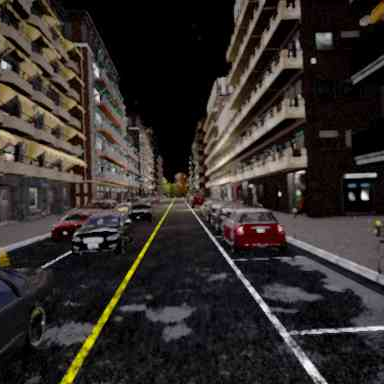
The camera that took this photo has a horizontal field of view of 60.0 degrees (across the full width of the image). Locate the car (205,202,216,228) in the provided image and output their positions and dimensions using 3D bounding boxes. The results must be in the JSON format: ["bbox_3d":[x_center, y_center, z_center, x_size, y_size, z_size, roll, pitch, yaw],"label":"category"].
[{"bbox_3d":[2.056,1.466,18.856,2.008,1.369,4.403,-1,0,-2],"label":"car"}]

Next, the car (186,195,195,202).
[{"bbox_3d":[-0.405,1.548,80.054,1.947,1.339,4.313,-1,0,-2],"label":"car"}]

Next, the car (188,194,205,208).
[{"bbox_3d":[0.932,1.258,46.673,2.192,1.841,5.009,-1,0,-2],"label":"car"}]

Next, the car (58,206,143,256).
[{"bbox_3d":[-3.551,1.616,13.986,2.128,1.511,4.902,-2,0,-3],"label":"car"}]

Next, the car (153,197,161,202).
[{"bbox_3d":[-8.998,1.879,85.314,1.802,1.307,4.206,-1,0,-2],"label":"car"}]

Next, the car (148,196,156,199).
[{"bbox_3d":[-7.879,1.829,57.497,1.947,1.339,4.313,-1,0,-2],"label":"car"}]

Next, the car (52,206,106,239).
[{"bbox_3d":[-6.314,1.768,18.553,1.887,1.381,4.507,-1,0,-2],"label":"car"}]

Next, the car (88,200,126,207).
[{"bbox_3d":[-6.543,1.543,24.116,2.192,1.841,5.009,-1,0,-2],"label":"car"}]

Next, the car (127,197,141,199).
[{"bbox_3d":[-7.214,1.559,40.806,2.192,1.841,5.009,-1,0,-2],"label":"car"}]

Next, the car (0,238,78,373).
[{"bbox_3d":[-3.132,1.664,3.571,2.033,1.411,5.357,-2,0,-2],"label":"car"}]

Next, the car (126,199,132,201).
[{"bbox_3d":[-6.979,1.764,35.073,1.752,1.417,4.829,-1,0,-2],"label":"car"}]

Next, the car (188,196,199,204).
[{"bbox_3d":[0.266,1.506,63.363,1.887,1.381,4.507,-1,0,-2],"label":"car"}]

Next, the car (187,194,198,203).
[{"bbox_3d":[0.036,1.283,68.926,2.192,1.841,5.009,-1,0,-2],"label":"car"}]

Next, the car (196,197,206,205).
[{"bbox_3d":[1.601,1.451,30.153,1.752,1.417,4.829,-1,0,-2],"label":"car"}]

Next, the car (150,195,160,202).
[{"bbox_3d":[-8.556,1.598,74.186,2.192,1.841,5.009,-1,0,-2],"label":"car"}]

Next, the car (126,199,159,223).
[{"bbox_3d":[-4.058,1.613,27.010,1.882,1.535,5.008,-2,0,-2],"label":"car"}]

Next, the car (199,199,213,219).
[{"bbox_3d":[1.832,1.471,24.419,2.008,1.369,4.403,-1,0,-2],"label":"car"}]

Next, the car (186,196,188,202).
[{"bbox_3d":[0.490,1.506,57.800,2.008,1.369,4.403,-1,0,-2],"label":"car"}]

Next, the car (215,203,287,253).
[{"bbox_3d":[2.277,1.351,13.293,1.967,1.590,4.097,-1,0,-2],"label":"car"}]
